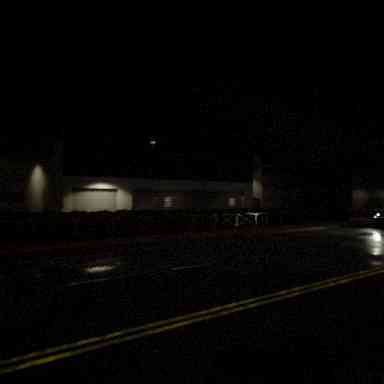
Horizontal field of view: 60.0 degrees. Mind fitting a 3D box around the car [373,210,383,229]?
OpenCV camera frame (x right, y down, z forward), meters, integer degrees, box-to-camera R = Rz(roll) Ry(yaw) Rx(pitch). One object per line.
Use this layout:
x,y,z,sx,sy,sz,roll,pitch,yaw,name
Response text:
14.433,1.622,22.800,4.553,1.767,2.097,1,0,-35,car
